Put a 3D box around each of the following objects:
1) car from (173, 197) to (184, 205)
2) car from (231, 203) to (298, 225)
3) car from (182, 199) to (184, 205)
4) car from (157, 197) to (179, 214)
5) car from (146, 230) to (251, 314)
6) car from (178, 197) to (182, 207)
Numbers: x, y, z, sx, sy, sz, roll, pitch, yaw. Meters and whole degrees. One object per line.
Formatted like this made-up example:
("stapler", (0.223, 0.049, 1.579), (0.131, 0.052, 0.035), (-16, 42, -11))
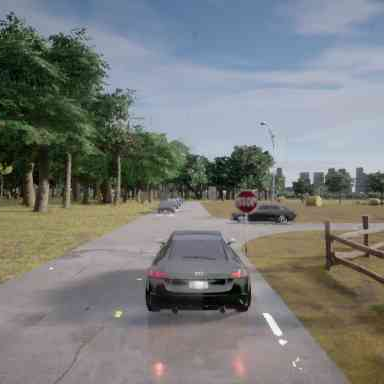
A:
("car", (-2.745, 1.836, 69.395), (2.128, 1.511, 4.902), (0, -1, 0))
("car", (5.371, 1.616, 24.904), (4.892, 1.490, 1.837), (0, -1, 17))
("car", (-2.833, 1.757, 57.479), (1.812, 1.442, 4.674), (0, 0, 1))
("car", (-2.821, 1.640, 37.700), (2.033, 1.411, 5.357), (0, 0, -1))
("car", (0.106, 1.572, 7.740), (1.994, 1.385, 4.181), (0, 0, 0))
("car", (-2.833, 1.680, 47.438), (1.812, 1.442, 4.674), (0, 0, 0))
